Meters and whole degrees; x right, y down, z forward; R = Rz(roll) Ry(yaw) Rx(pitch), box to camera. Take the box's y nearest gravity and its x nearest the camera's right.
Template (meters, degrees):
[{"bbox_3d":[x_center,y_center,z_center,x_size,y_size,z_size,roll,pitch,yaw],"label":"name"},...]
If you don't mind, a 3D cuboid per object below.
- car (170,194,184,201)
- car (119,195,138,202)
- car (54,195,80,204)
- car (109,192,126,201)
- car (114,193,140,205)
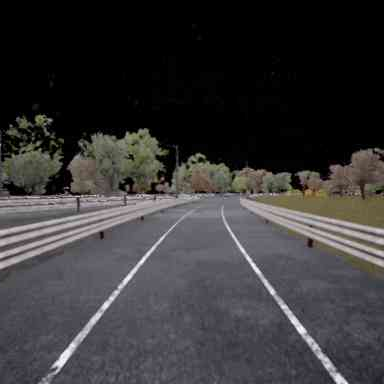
[{"bbox_3d":[-3.940,1.250,74.307,1.837,1.490,4.892,0,0,17],"label":"car"},{"bbox_3d":[-13.037,1.306,68.448,1.994,1.385,4.181,0,0,17],"label":"car"},{"bbox_3d":[-18.507,1.241,49.258,1.812,1.442,4.674,0,0,15],"label":"car"},{"bbox_3d":[-12.429,0.938,58.081,2.150,2.045,5.566,0,0,16],"label":"car"},{"bbox_3d":[-10.121,1.318,53.466,1.895,1.301,4.718,0,0,16],"label":"car"}]
